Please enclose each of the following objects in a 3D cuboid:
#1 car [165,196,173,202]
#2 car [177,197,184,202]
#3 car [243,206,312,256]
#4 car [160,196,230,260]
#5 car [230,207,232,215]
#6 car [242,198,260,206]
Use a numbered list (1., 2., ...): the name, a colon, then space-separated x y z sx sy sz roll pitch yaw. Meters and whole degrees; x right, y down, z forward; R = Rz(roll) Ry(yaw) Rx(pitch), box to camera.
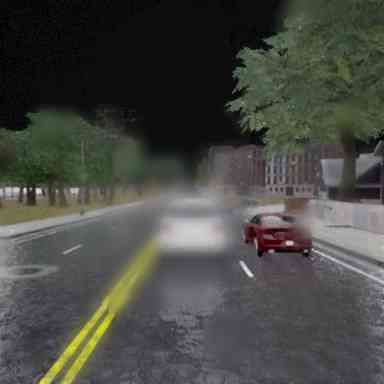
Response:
1. car: -6.507 1.879 94.955 1.882 1.535 5.008 0 0 0
2. car: -3.257 1.996 94.926 1.895 1.301 4.718 0 0 0
3. car: 3.290 1.568 13.592 1.882 1.535 5.008 0 0 1
4. car: 0.034 1.309 12.990 2.150 2.045 5.566 0 0 0
5. car: 3.249 1.788 36.641 2.033 1.411 5.357 0 0 0
6. car: 10.417 1.821 58.764 1.837 1.490 4.892 0 1 31
